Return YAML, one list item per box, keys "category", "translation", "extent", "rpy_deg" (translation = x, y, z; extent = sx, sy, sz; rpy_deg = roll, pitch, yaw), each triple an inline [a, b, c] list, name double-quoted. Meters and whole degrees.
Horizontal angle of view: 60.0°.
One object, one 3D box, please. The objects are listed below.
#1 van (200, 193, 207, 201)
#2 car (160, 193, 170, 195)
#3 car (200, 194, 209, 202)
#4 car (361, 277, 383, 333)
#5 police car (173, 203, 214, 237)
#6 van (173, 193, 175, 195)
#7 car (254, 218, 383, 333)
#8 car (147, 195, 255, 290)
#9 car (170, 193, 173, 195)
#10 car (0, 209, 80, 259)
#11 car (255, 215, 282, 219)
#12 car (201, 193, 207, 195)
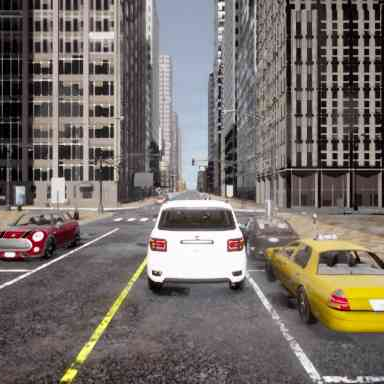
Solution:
- category: "van"
  translation: [2.720, 1.236, 78.716]
  extent: [1.690, 1.788, 3.998]
  rpy_deg: [0, 0, 0]
- category: "car"
  translation: [-5.762, 1.377, 61.668]
  extent: [1.967, 1.590, 4.097]
  rpy_deg: [0, 0, 0]
- category: "car"
  translation: [2.718, 1.350, 73.032]
  extent: [1.967, 1.590, 4.097]
  rpy_deg: [0, 0, 0]
- category: "car"
  translation: [2.692, 1.551, 1.065]
  extent: [2.008, 1.369, 4.403]
  rpy_deg: [0, 0, 0]
- category: "police car"
  translation: [0.103, 1.497, 19.109]
  extent: [2.038, 1.542, 4.974]
  rpy_deg: [0, 0, 1]
- category: "van"
  translation: [-5.658, 1.221, 84.408]
  extent: [1.690, 1.788, 3.998]
  rpy_deg: [0, 0, 0]
- category: "car"
  translation: [2.694, 1.524, 6.905]
  extent: [1.752, 1.417, 4.829]
  rpy_deg: [0, 0, 0]
- category: "car"
  translation: [0.103, 1.220, 9.189]
  extent: [2.150, 2.045, 5.566]
  rpy_deg: [0, 0, 0]
- category: "car"
  translation: [-5.693, 1.239, 67.353]
  extent: [2.192, 1.841, 5.009]
  rpy_deg: [0, 0, 0]
- category: "car"
  translation: [-5.684, 1.437, 12.405]
  extent: [1.967, 1.590, 4.097]
  rpy_deg: [0, 0, 0]
- category: "car"
  translation: [2.696, 1.548, 12.403]
  extent: [2.008, 1.369, 4.403]
  rpy_deg: [0, 0, 0]
- category: "car"
  translation: [2.810, 1.377, 61.664]
  extent: [1.967, 1.590, 4.097]
  rpy_deg: [0, 0, 0]
